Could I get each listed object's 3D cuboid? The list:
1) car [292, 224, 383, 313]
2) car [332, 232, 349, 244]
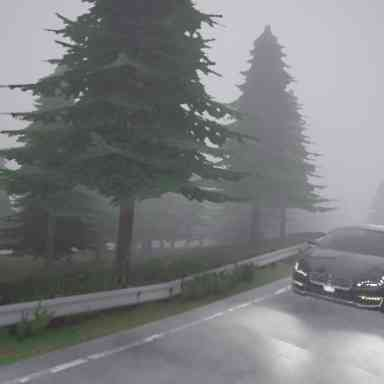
[{"bbox_3d":[4.063,1.567,7.899,1.837,1.490,4.892,2,0,40],"label":"car"},{"bbox_3d":[20.043,6.309,45.019,1.895,1.301,4.718,3,-8,23],"label":"car"}]
